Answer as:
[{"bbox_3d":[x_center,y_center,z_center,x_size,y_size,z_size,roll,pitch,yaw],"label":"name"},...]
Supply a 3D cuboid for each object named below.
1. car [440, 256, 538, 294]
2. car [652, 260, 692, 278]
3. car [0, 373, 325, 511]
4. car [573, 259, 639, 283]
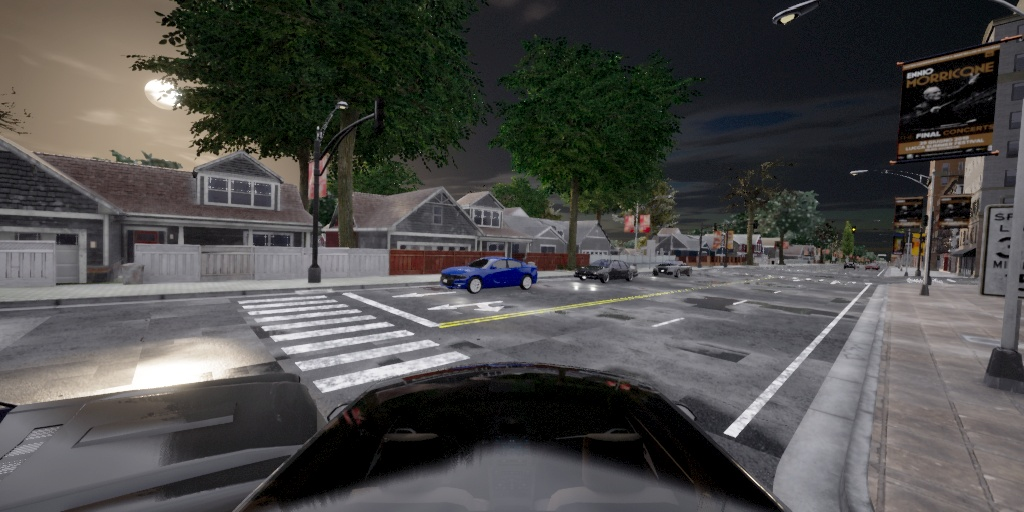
[{"bbox_3d":[-0.943,0.778,16.588,5.008,1.535,1.882,1,2,-43],"label":"car"},{"bbox_3d":[13.580,1.029,30.262,4.181,1.385,1.994,1,2,-44],"label":"car"},{"bbox_3d":[-3.318,1.273,1.430,4.718,1.301,1.895,1,2,-33],"label":"car"},{"bbox_3d":[6.302,0.928,23.424,5.357,1.411,2.033,1,2,-43],"label":"car"}]
